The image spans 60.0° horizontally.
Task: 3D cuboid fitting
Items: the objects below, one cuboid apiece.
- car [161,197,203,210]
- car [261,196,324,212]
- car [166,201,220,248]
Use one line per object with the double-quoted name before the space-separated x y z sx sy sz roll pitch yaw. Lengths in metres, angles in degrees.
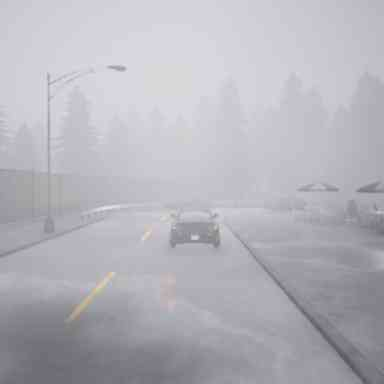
"car" -0.441 1.141 30.612 4.718 1.301 1.895 -1 1 -38
"car" 9.032 1.094 30.097 5.357 1.411 2.033 0 1 4
"car" 0.105 1.321 13.498 1.812 1.442 4.674 0 1 0
